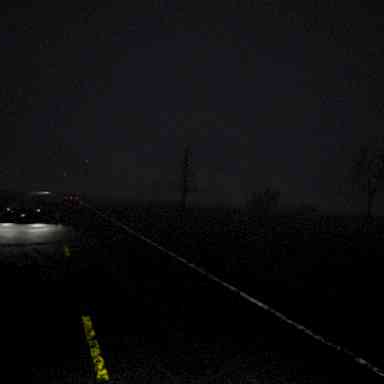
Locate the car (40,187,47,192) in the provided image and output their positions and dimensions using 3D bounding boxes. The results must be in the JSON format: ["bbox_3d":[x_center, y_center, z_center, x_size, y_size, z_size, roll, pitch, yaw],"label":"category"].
[{"bbox_3d":[-38.913,-0.676,87.168,1.895,1.301,4.718,4,0,-23],"label":"car"}]

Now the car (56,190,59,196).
[{"bbox_3d":[-25.030,0.119,63.898,1.994,1.385,4.181,4,0,-23],"label":"car"}]

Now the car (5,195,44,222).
[{"bbox_3d":[-10.058,0.938,20.192,1.812,1.442,4.674,4,0,-23],"label":"car"}]

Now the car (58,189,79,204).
[{"bbox_3d":[-15.173,0.682,41.338,2.033,1.411,5.357,4,0,-23],"label":"car"}]
